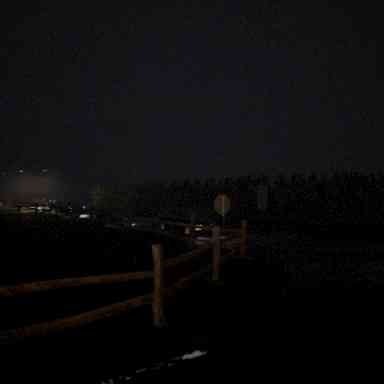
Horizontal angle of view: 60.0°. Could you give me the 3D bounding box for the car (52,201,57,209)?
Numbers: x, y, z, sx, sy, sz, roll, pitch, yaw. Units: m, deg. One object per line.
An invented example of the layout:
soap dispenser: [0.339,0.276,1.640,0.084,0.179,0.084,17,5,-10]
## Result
car: [-23.035,2.233,57.754,1.994,1.385,4.181,0,-1,-35]

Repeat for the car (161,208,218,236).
car: [-0.340,1.780,20.720,1.837,1.490,4.892,0,0,-35]

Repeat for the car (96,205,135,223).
car: [-7.034,1.918,30.149,2.033,1.411,5.357,0,-1,-35]

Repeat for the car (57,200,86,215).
car: [-14.641,1.835,40.886,2.097,1.767,4.553,0,-1,-35]
